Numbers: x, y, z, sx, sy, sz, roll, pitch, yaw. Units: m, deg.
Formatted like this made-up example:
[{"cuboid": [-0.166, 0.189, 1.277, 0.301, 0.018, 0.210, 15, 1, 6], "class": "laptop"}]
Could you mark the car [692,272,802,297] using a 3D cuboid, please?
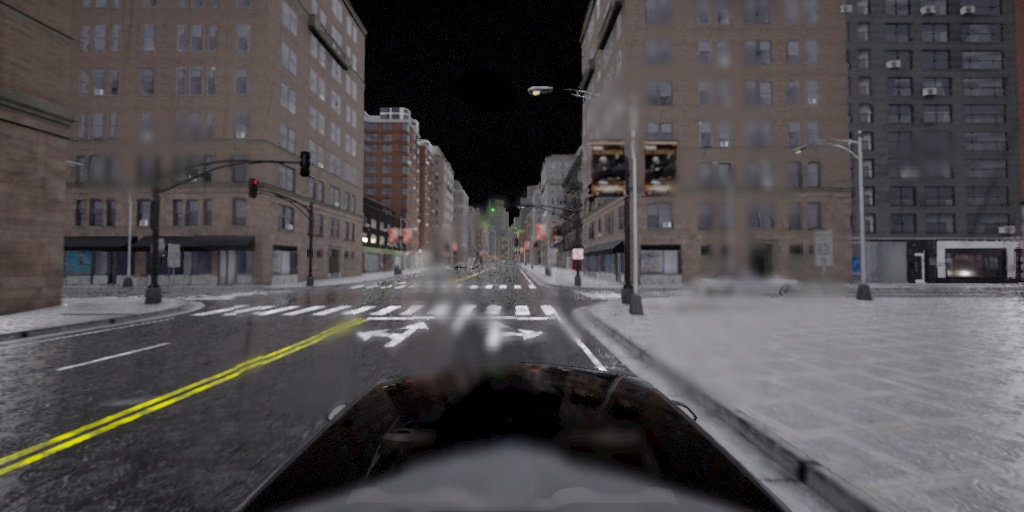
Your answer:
[{"cuboid": [12.161, 1.486, 18.671, 4.718, 1.301, 1.895, 0, -1, 0], "class": "car"}]
